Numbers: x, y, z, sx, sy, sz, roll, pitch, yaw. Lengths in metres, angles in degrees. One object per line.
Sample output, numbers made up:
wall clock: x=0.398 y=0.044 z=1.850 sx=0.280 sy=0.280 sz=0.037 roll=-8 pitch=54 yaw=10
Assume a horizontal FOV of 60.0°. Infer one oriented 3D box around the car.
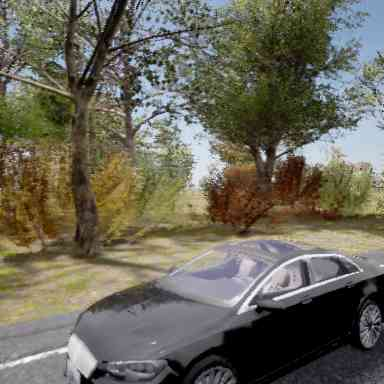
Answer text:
car: x=0.862 y=1.493 z=4.607 sx=4.902 sy=1.511 sz=2.128 roll=0 pitch=0 yaw=-35
